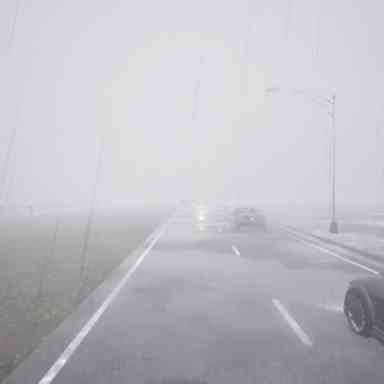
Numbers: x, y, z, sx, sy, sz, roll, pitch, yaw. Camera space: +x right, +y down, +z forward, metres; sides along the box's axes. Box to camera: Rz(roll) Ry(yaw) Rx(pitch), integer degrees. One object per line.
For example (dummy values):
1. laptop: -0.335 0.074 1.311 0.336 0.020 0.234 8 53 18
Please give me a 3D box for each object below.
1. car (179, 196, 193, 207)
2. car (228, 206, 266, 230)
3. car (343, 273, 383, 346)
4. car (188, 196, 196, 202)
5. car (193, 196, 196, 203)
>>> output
1. car: -1.250 1.855 59.947 1.812 1.442 4.674 0 0 0
2. car: 3.591 1.662 22.218 2.033 1.411 5.357 0 0 0
3. car: 3.595 1.585 4.058 1.994 1.385 4.181 0 0 0
4. car: -0.039 1.972 94.854 2.128 1.511 4.902 0 0 0
5. car: -0.032 1.923 77.171 1.895 1.301 4.718 0 0 0
